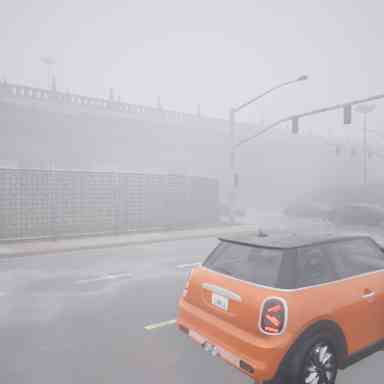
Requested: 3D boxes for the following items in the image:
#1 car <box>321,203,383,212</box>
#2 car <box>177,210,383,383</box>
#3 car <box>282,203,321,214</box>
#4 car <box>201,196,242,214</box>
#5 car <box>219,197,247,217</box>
[{"bbox_3d":[10.940,1.532,20.755,1.837,1.490,4.892,0,0,-36],"label":"car"},{"bbox_3d":[2.081,1.352,5.272,4.553,1.767,2.097,0,0,-35],"label":"car"},{"bbox_3d":[10.134,1.595,27.907,2.033,1.411,5.357,0,0,-36],"label":"car"},{"bbox_3d":[3.268,1.407,37.513,2.097,1.767,4.553,0,0,-36],"label":"car"},{"bbox_3d":[3.152,1.561,31.658,1.837,1.490,4.892,0,0,-36],"label":"car"}]
